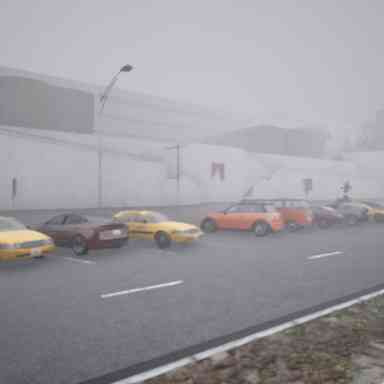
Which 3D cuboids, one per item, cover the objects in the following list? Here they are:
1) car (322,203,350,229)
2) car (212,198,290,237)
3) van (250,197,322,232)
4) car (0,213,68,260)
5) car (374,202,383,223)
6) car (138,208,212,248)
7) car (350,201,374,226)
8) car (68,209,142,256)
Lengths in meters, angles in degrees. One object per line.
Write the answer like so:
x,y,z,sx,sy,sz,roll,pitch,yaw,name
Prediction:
7.547,1.553,21.994,4.674,1.452,2.002,-1,0,35,car
2.706,1.394,18.516,4.553,1.767,2.185,-1,-1,34,car
5.217,1.293,20.210,4.442,1.987,1.878,-1,-1,35,van
-6.881,1.490,11.506,5.366,1.575,1.946,-1,-1,35,car
12.564,1.483,25.364,5.366,1.575,1.946,-1,-1,35,car
-2.022,1.505,14.968,5.366,1.575,1.946,-1,-1,35,car
9.949,1.536,23.744,4.792,1.488,2.163,-1,0,35,car
-4.631,1.533,13.353,4.792,1.488,2.163,-1,-1,35,car
